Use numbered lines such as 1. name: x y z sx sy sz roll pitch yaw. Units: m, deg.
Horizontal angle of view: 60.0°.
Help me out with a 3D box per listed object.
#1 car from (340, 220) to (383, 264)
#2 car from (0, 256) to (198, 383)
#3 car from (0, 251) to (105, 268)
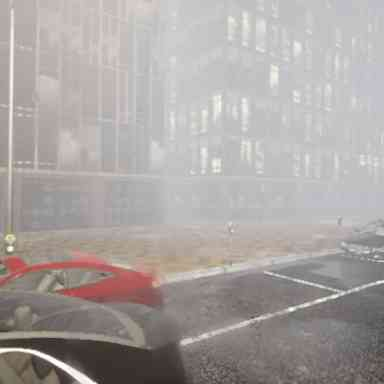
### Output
1. car: 6.871 1.647 11.461 4.403 1.369 2.008 1 0 -36
2. car: -2.222 1.498 1.793 4.892 1.490 1.837 1 0 -35
3. car: -2.396 1.588 4.847 4.206 1.307 1.802 1 0 -36
